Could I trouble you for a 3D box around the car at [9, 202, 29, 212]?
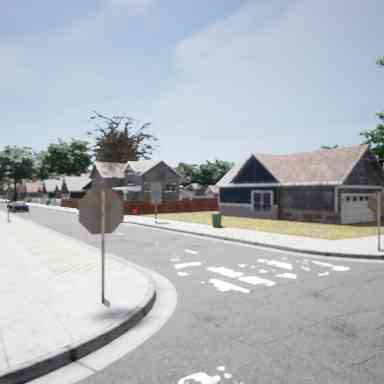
[{"bbox_3d":[-22.735,1.955,43.767,1.895,1.301,4.718,0,-1,-34],"label":"car"}]
